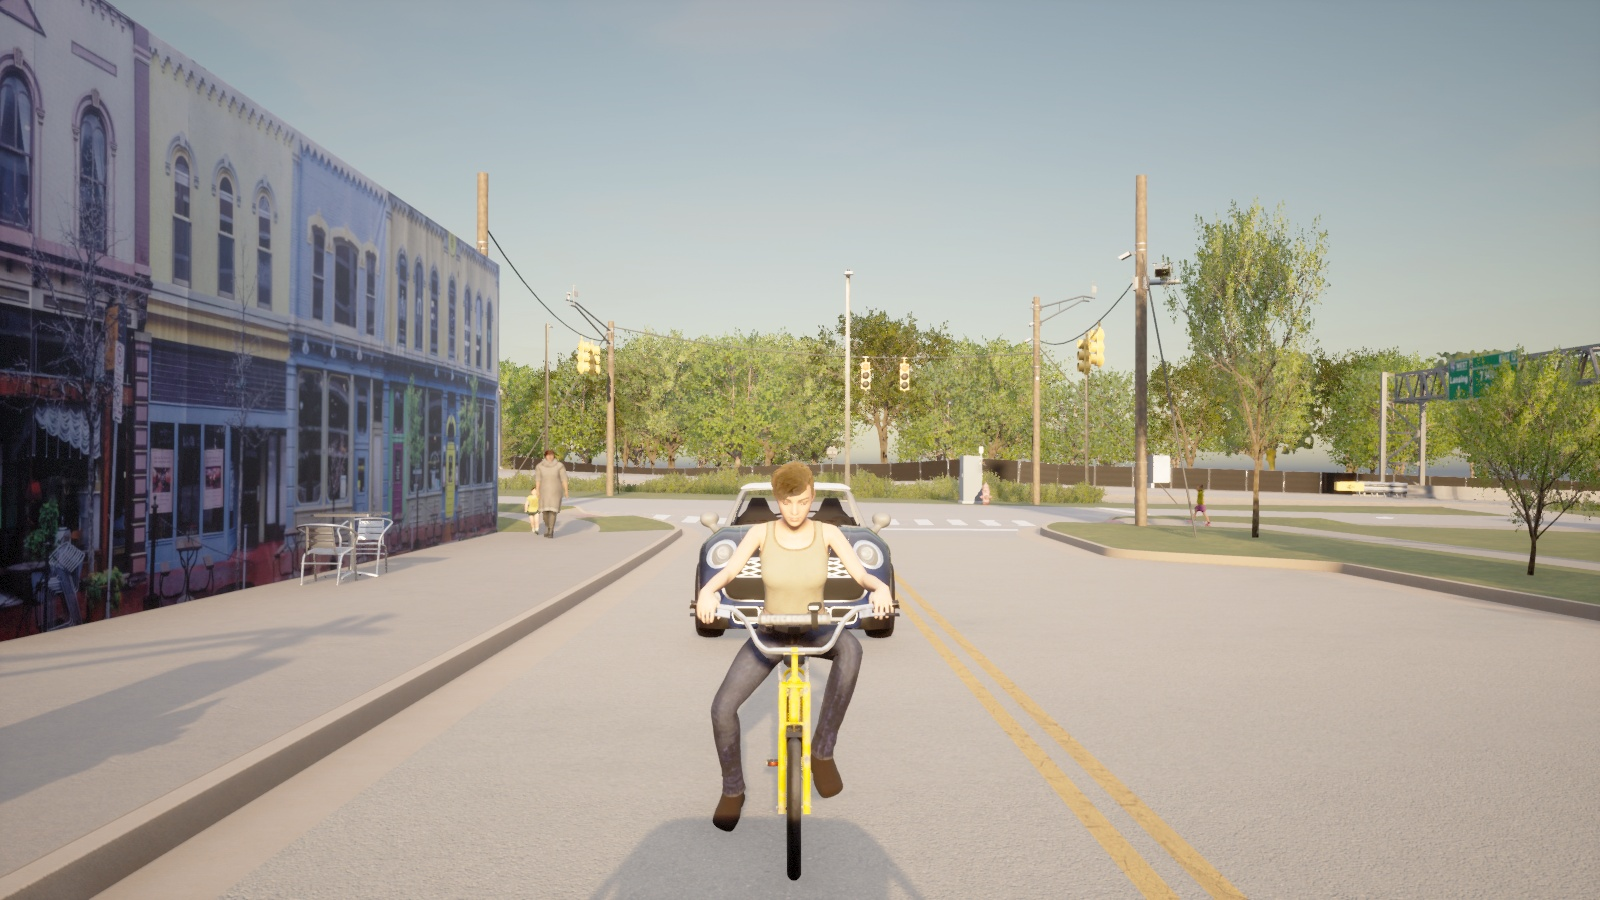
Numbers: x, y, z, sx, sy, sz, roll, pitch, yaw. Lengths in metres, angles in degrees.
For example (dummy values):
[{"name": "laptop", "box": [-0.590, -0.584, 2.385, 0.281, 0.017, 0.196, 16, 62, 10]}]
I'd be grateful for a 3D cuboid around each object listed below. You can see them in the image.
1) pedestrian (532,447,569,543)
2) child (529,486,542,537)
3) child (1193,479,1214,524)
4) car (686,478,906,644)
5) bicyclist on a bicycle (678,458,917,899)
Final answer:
[{"name": "pedestrian", "box": [-5.204, 0.927, 26.207, 0.659, 1.952, 0.873, 0, -1, -5]}, {"name": "child", "box": [-5.827, 1.344, 27.662, 0.255, 1.110, 0.394, 0, -1, -7]}, {"name": "child", "box": [10.594, 1.349, 32.968, 0.473, 1.160, 0.299, 0, -1, 8]}, {"name": "car", "box": [-0.039, 1.037, 13.186, 1.970, 1.475, 3.806, 0, -1, 0]}, {"name": "bicyclist on a bicycle", "box": [-0.017, 0.853, 5.334, 0.866, 1.612, 1.509, 0, -1, -1]}]
